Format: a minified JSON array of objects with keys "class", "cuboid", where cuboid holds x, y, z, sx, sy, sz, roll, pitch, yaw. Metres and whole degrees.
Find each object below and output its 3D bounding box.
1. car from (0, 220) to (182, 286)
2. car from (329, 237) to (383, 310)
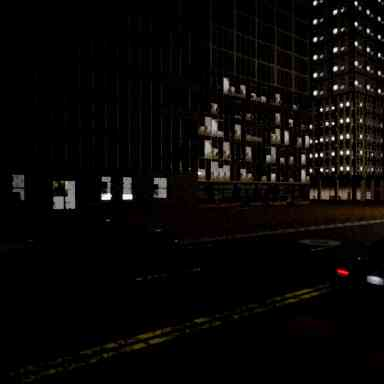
[{"class":"car","cuboid":[-2.884,1.547,9.612,5.357,1.411,2.033,0,0,-35]},{"class":"car","cuboid":[5.153,1.547,7.113,5.357,1.411,2.033,0,0,-35]}]
